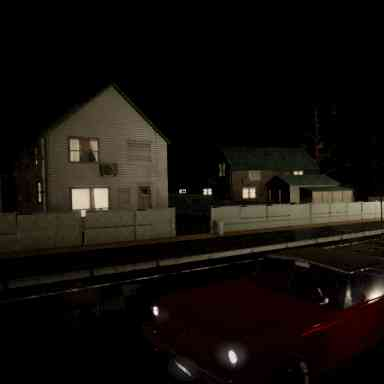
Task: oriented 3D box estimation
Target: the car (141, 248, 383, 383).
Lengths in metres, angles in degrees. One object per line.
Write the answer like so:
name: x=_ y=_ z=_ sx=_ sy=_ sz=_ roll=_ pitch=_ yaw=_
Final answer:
car: x=1.703 y=1.599 z=4.883 sx=4.718 sy=1.301 sz=1.895 roll=0 pitch=0 yaw=-35
